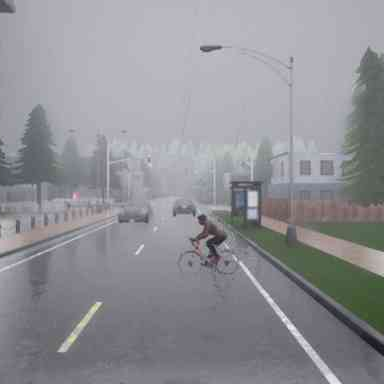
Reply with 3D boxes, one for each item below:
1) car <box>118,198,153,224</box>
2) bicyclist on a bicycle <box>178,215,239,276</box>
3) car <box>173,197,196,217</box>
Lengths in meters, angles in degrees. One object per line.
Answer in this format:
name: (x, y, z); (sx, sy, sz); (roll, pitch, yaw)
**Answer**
car: (-4.091, 1.346, 24.671); (2.097, 1.767, 4.553); (0, 0, -1)
bicyclist on a bicycle: (0.439, 1.438, 8.903); (1.656, 1.620, 0.582); (-1, 0, -1)
car: (-0.703, 1.346, 31.442); (2.097, 1.767, 4.553); (0, 0, -1)
